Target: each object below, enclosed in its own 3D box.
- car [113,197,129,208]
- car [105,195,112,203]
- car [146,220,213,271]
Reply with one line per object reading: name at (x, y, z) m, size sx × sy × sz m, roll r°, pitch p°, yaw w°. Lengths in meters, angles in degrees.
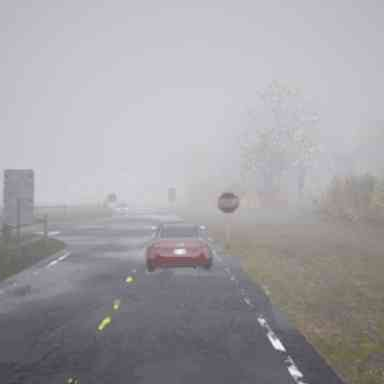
car at (-11.892, 1.921, 56.161) m, size 2.033 × 1.411 × 5.357 m, roll 0°, pitch 0°, yaw -17°
car at (-17.274, 1.571, 71.119) m, size 2.150 × 2.045 × 5.566 m, roll 0°, pitch 0°, yaw -22°
car at (-0.458, 1.640, 11.230) m, size 1.994 × 1.385 × 4.181 m, roll 0°, pitch 0°, yaw -4°
